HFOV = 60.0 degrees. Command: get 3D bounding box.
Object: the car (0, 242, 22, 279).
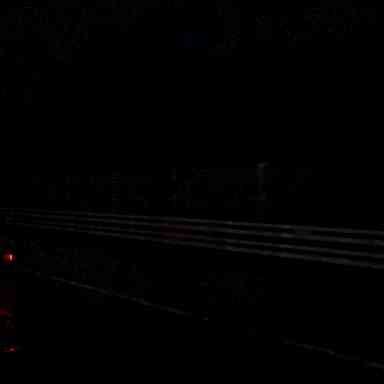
[{"bbox_3d":[-6.462,1.563,8.631,4.718,1.301,1.895,0,0,36],"label":"car"}]
